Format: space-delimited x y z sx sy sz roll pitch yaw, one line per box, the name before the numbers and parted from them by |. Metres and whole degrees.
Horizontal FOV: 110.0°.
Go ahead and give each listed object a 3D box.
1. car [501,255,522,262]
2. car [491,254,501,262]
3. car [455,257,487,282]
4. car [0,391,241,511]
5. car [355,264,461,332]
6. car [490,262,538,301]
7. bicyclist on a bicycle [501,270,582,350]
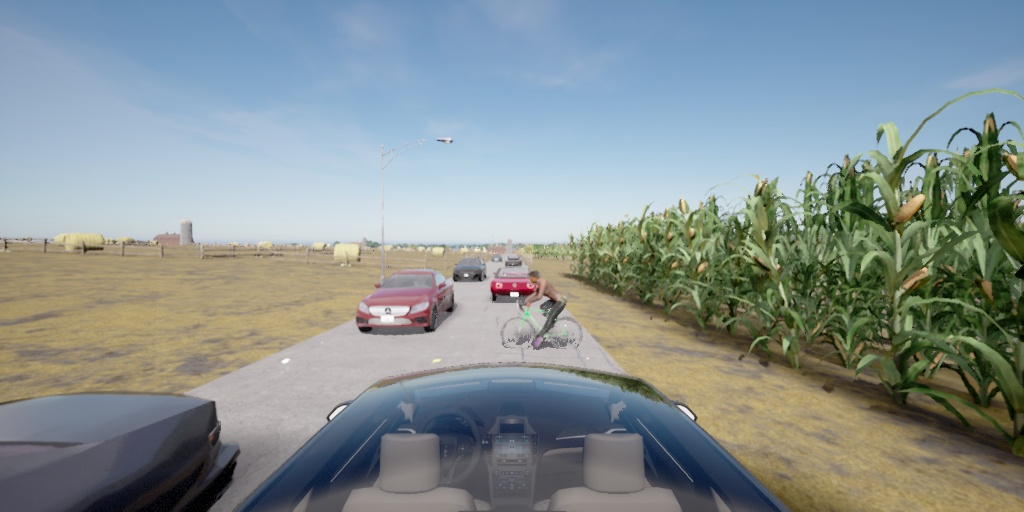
car | 0.159 0.658 40.618 2.128 1.511 4.902 0 1 0
car | -2.670 0.387 63.768 1.812 1.442 4.674 0 1 1
car | -2.800 0.867 24.512 1.882 1.535 5.008 0 1 0
car | -2.881 1.322 0.131 2.033 1.411 5.357 0 1 1
car | -2.826 1.130 10.456 1.812 1.442 4.674 0 1 0
car | 0.107 1.123 15.793 1.895 1.301 4.718 0 1 0
bicyclist on a bicycle | 0.607 1.116 7.256 1.656 1.620 0.582 0 1 0
